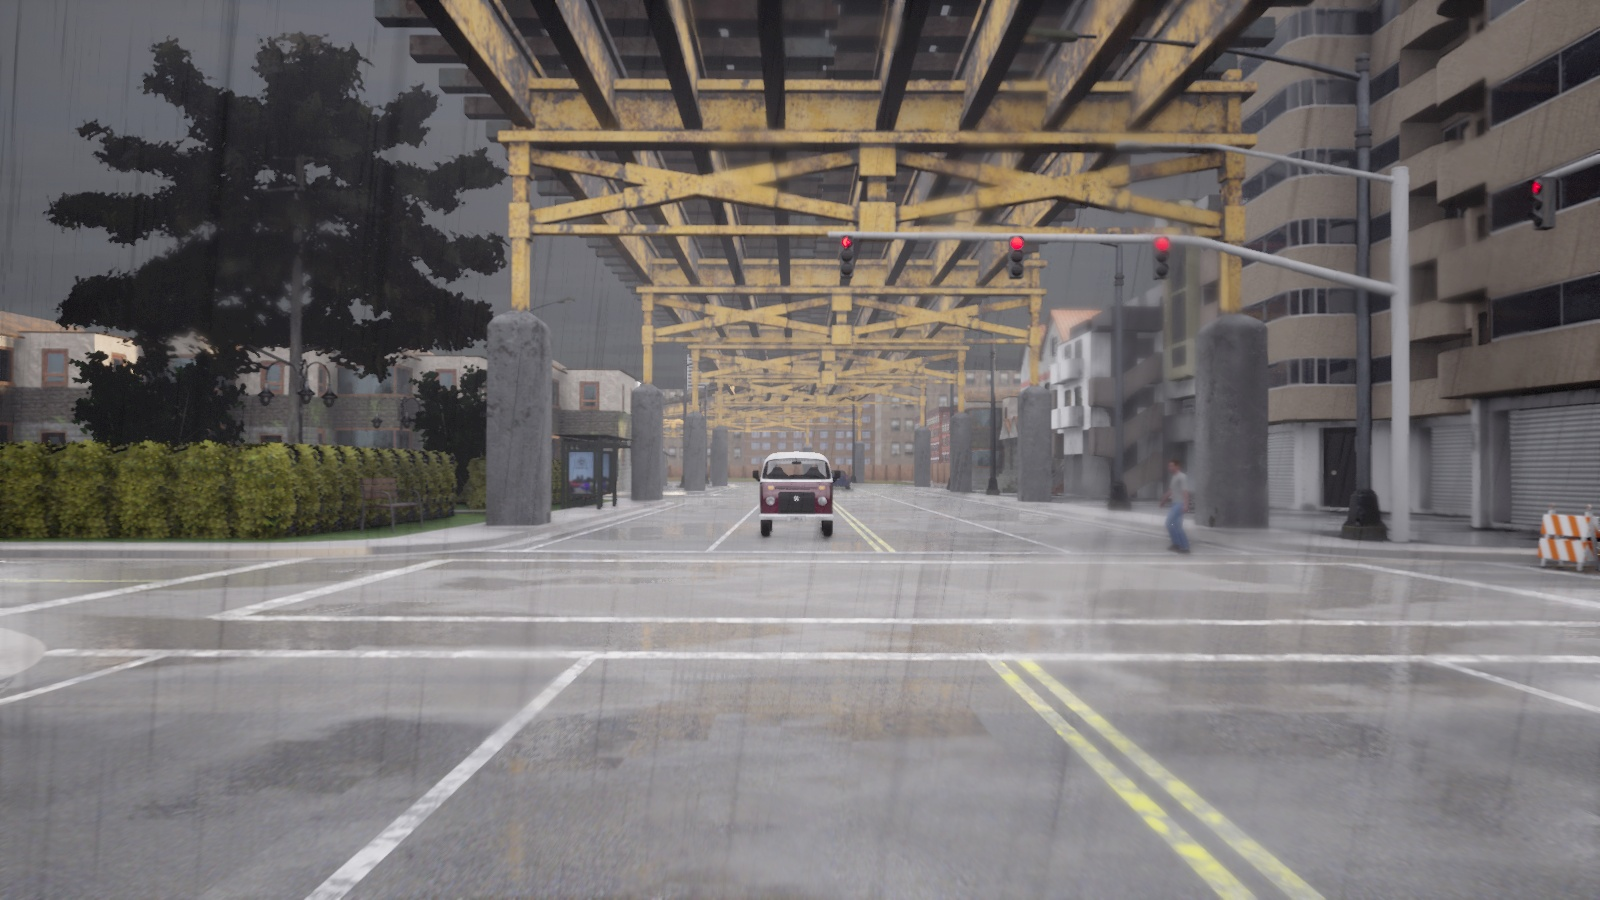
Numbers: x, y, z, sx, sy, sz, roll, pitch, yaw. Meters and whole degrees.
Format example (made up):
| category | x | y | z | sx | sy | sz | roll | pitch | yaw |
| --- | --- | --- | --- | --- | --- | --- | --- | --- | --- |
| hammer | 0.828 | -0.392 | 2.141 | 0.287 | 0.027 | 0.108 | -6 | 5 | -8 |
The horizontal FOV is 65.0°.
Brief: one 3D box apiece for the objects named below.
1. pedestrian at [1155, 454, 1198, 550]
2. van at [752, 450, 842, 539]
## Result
| category | x | y | z | sx | sy | sz | roll | pitch | yaw |
| --- | --- | --- | --- | --- | --- | --- | --- | --- | --- |
| pedestrian | 7.206 | 0.990 | 24.065 | 0.706 | 1.836 | 0.354 | 0 | -1 | -1 |
| van | -0.078 | 1.062 | 31.323 | 2.069 | 2.038 | 4.480 | 0 | -1 | 0 |
